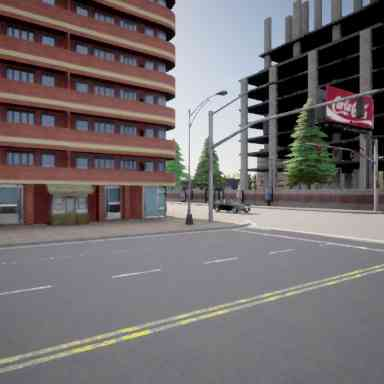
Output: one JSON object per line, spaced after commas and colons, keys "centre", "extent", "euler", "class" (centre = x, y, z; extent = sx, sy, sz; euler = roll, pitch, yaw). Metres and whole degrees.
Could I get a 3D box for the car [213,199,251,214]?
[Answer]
{"centre": [4.209, 1.491, 35.904], "extent": [2.128, 1.511, 4.902], "euler": [0, 0, -35], "class": "car"}
